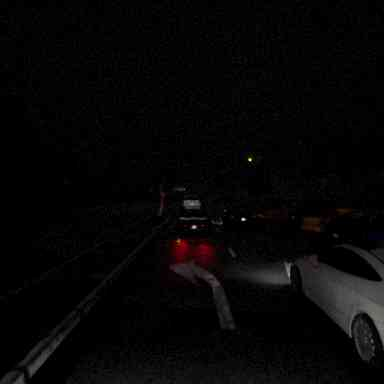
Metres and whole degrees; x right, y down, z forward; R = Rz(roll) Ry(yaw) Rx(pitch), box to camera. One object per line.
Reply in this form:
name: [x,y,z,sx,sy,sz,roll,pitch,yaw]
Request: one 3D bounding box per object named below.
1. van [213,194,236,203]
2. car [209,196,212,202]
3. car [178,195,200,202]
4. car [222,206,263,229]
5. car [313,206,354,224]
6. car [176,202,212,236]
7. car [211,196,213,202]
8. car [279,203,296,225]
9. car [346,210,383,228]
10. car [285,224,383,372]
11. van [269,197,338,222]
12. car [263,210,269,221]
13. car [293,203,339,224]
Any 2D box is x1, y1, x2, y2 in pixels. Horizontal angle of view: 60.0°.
van: [7.989,1.561,78.438,4.442,1.987,1.878,1,-1,-20]
car: [7.925,2.036,87.340,5.366,1.575,1.946,1,-1,-20]
car: [-0.347,1.385,39.698,2.150,2.045,5.566,0,0,-8]
car: [3.108,1.638,22.070,1.994,1.385,4.181,0,0,0]
car: [8.068,1.529,14.264,4.892,1.521,2.231,1,-1,-20]
car: [0.106,1.550,19.005,2.128,1.511,4.902,0,0,0]
car: [8.100,1.999,84.426,4.674,1.452,2.002,1,-1,-20]
car: [8.102,1.585,20.242,4.792,1.488,2.163,1,-1,-20]
car: [8.080,1.516,11.279,5.008,1.535,2.097,1,0,-20]
car: [3.100,1.534,5.532,1.812,1.442,4.674,0,0,0]
van: [7.972,1.343,23.170,4.442,1.987,1.878,1,0,-20]
car: [7.906,1.580,26.127,5.366,1.575,1.946,1,0,-20]
car: [8.249,1.540,17.312,5.366,1.575,1.946,1,-1,-20]
